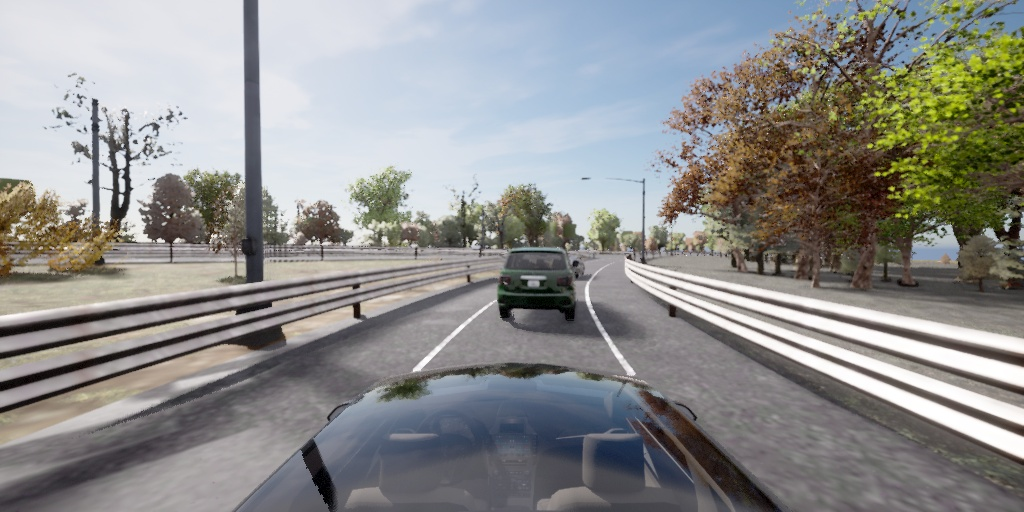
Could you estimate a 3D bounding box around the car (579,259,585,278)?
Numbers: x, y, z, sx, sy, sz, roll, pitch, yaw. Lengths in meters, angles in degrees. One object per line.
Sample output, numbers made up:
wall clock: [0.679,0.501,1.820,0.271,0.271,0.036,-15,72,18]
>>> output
car: [4.131,0.744,25.865,2.033,1.411,5.357,1,1,17]

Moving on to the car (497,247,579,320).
car: [0.973,0.726,11.734,2.150,2.045,5.566,0,1,9]
